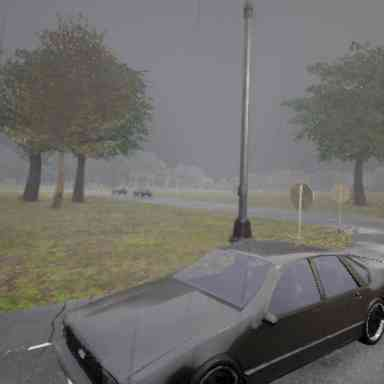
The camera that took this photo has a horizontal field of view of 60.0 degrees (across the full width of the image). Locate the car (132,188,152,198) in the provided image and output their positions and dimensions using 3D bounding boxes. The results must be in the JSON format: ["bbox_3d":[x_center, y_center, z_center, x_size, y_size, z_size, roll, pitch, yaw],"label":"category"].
[{"bbox_3d":[-8.306,0.114,54.943,1.837,1.490,4.892,2,0,-33],"label":"car"}]

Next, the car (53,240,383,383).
[{"bbox_3d":[1.044,1.466,4.678,5.357,1.411,2.033,0,2,-36],"label":"car"}]

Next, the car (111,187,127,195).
[{"bbox_3d":[-13.847,-0.232,63.210,1.837,1.490,4.892,2,1,-34],"label":"car"}]
